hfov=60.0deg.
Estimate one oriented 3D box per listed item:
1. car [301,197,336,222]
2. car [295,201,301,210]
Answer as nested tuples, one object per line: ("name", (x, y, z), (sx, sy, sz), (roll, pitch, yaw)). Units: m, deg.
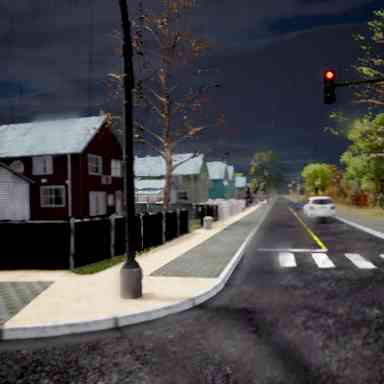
("car", (10.995, 1.460, 28.775), (2.150, 2.045, 5.566), (-2, -1, 15))
("car", (16.505, 1.996, 50.034), (2.033, 1.411, 5.357), (-2, -1, 15))
